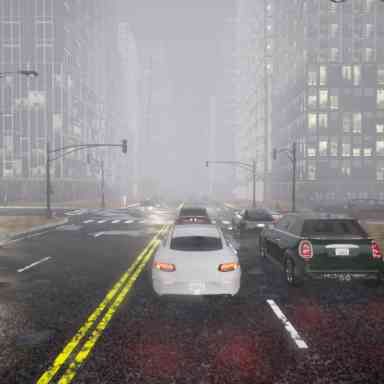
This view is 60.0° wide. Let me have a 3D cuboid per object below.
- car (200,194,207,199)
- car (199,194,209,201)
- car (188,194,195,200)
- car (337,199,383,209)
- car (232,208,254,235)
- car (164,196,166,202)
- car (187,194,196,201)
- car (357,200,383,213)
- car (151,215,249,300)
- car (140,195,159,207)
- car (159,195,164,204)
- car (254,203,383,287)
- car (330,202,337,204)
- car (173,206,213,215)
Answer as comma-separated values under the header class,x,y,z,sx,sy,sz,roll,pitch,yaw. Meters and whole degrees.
class,x,y,z,sx,sy,sz,roll,pitch,yaw
car,3.036,1.266,90.817,1.812,1.442,4.674,0,0,0
car,3.062,1.396,80.400,1.882,1.535,5.008,0,0,0
car,-0.214,1.220,90.810,1.882,1.535,5.008,0,0,0
car,16.132,1.519,29.641,5.009,1.841,2.192,1,0,1
car,3.307,1.555,17.890,1.994,1.385,4.181,0,0,0
car,-6.670,1.417,71.521,1.882,1.535,5.008,0,0,0
car,-0.189,1.418,80.393,1.837,1.490,4.892,0,0,0
car,21.721,1.642,37.941,4.829,1.417,1.752,1,0,1
car,0.083,1.522,8.228,1.812,1.442,4.674,0,0,0
car,-6.709,1.528,50.821,1.994,1.385,4.181,0,0,0
car,-6.712,1.430,61.146,1.882,1.535,5.008,0,0,1
car,3.329,1.348,9.504,2.097,1.767,4.553,0,0,0
car,15.072,1.702,35.427,4.718,1.301,1.895,0,1,0
car,0.059,1.495,17.477,1.837,1.490,4.892,0,0,0
